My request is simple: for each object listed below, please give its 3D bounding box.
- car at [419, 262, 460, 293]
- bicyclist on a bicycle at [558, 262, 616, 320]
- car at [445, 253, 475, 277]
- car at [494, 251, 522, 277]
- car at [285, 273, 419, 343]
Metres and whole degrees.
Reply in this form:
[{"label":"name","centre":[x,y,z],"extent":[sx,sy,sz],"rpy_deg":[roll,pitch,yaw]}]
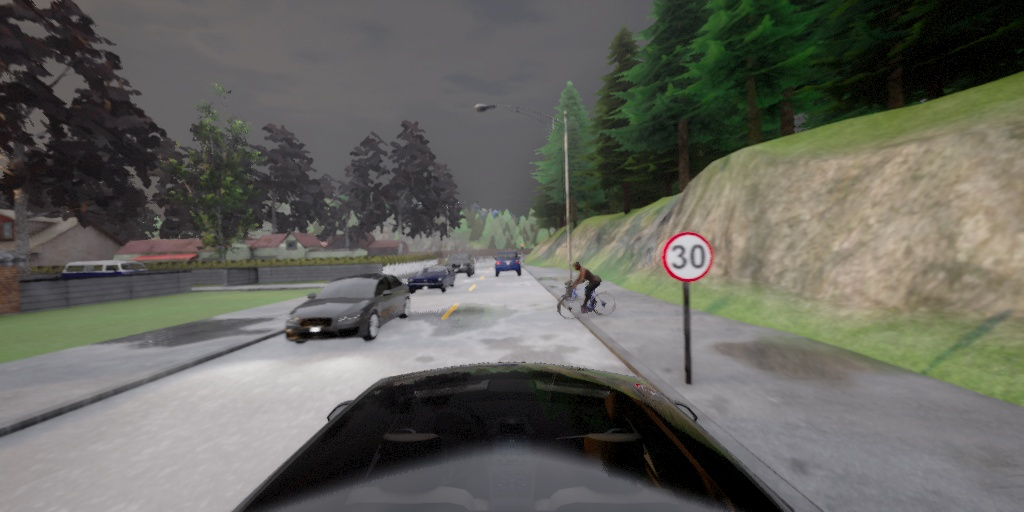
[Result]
[{"label":"car","centre":[-4.366,1.263,20.163],"extent":[1.895,1.301,4.718],"rpy_deg":[-2,1,-1]},{"label":"bicyclist on a bicycle","centre":[2.057,0.962,10.109],"extent":[1.656,1.620,0.582],"rpy_deg":[-7,1,-1]},{"label":"car","centre":[-4.518,0.752,31.693],"extent":[2.150,2.045,5.566],"rpy_deg":[-2,1,-1]},{"label":"car","centre":[-0.344,0.634,31.025],"extent":[2.150,2.045,5.566],"rpy_deg":[-2,1,-1]},{"label":"car","centre":[-4.219,1.283,10.031],"extent":[1.837,1.490,4.892],"rpy_deg":[-2,1,-1]}]
